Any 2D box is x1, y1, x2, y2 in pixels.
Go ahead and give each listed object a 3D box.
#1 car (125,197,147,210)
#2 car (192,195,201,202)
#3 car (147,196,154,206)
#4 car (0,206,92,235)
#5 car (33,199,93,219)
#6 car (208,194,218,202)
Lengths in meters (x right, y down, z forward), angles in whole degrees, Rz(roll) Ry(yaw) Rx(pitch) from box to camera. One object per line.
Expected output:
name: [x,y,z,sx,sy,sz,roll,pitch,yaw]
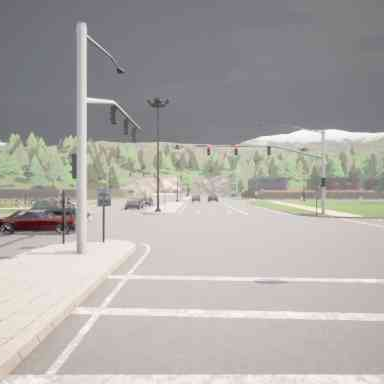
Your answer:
car: [-7.577,1.526,44.005,1.812,1.442,4.674,0,0,0]
car: [0.866,1.358,69.850,2.128,1.511,4.902,0,0,1]
car: [-7.430,1.491,54.373,2.128,1.511,4.902,0,0,1]
car: [-8.235,1.601,18.136,4.718,1.301,1.895,0,0,0]
car: [-9.861,1.352,25.146,4.553,1.767,2.097,0,0,0]
car: [4.366,1.188,69.775,2.097,1.767,4.553,0,0,1]
